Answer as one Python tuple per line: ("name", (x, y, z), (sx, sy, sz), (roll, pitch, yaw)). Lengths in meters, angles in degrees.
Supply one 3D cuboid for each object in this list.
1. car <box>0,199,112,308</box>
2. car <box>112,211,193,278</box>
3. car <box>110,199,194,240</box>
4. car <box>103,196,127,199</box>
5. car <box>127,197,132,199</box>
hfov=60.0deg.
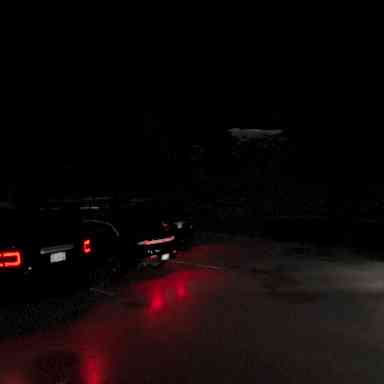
("car", (-4.551, 1.218, 7.228), (5.566, 2.045, 2.150), (0, 0, 33))
("car", (-2.666, 1.488, 10.154), (4.902, 1.511, 2.128), (0, 0, 36))
("car", (-2.206, 1.347, 14.123), (4.553, 1.767, 2.097), (0, 0, 35))
("car", (-11.905, 1.458, 46.984), (4.181, 1.385, 1.994), (0, 0, -43))
("car", (-11.584, 1.386, 52.014), (4.892, 1.490, 1.837), (0, 0, -41))
